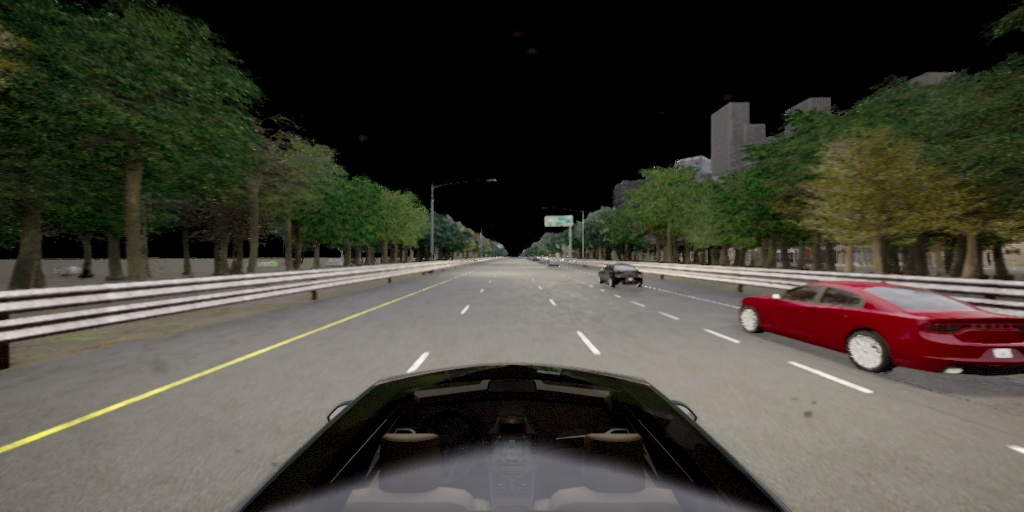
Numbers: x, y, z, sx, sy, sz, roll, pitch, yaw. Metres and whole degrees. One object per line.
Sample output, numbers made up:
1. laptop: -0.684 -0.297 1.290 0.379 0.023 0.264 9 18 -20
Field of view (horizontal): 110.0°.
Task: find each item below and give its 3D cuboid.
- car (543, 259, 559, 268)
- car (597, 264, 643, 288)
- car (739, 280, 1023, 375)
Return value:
1. car: 7.208 1.301 63.749 2.033 1.411 5.357 0 0 0
2. car: 7.025 1.236 23.722 1.882 1.535 5.008 0 0 0
3. car: 7.001 1.248 7.590 1.882 1.535 5.008 0 0 0
